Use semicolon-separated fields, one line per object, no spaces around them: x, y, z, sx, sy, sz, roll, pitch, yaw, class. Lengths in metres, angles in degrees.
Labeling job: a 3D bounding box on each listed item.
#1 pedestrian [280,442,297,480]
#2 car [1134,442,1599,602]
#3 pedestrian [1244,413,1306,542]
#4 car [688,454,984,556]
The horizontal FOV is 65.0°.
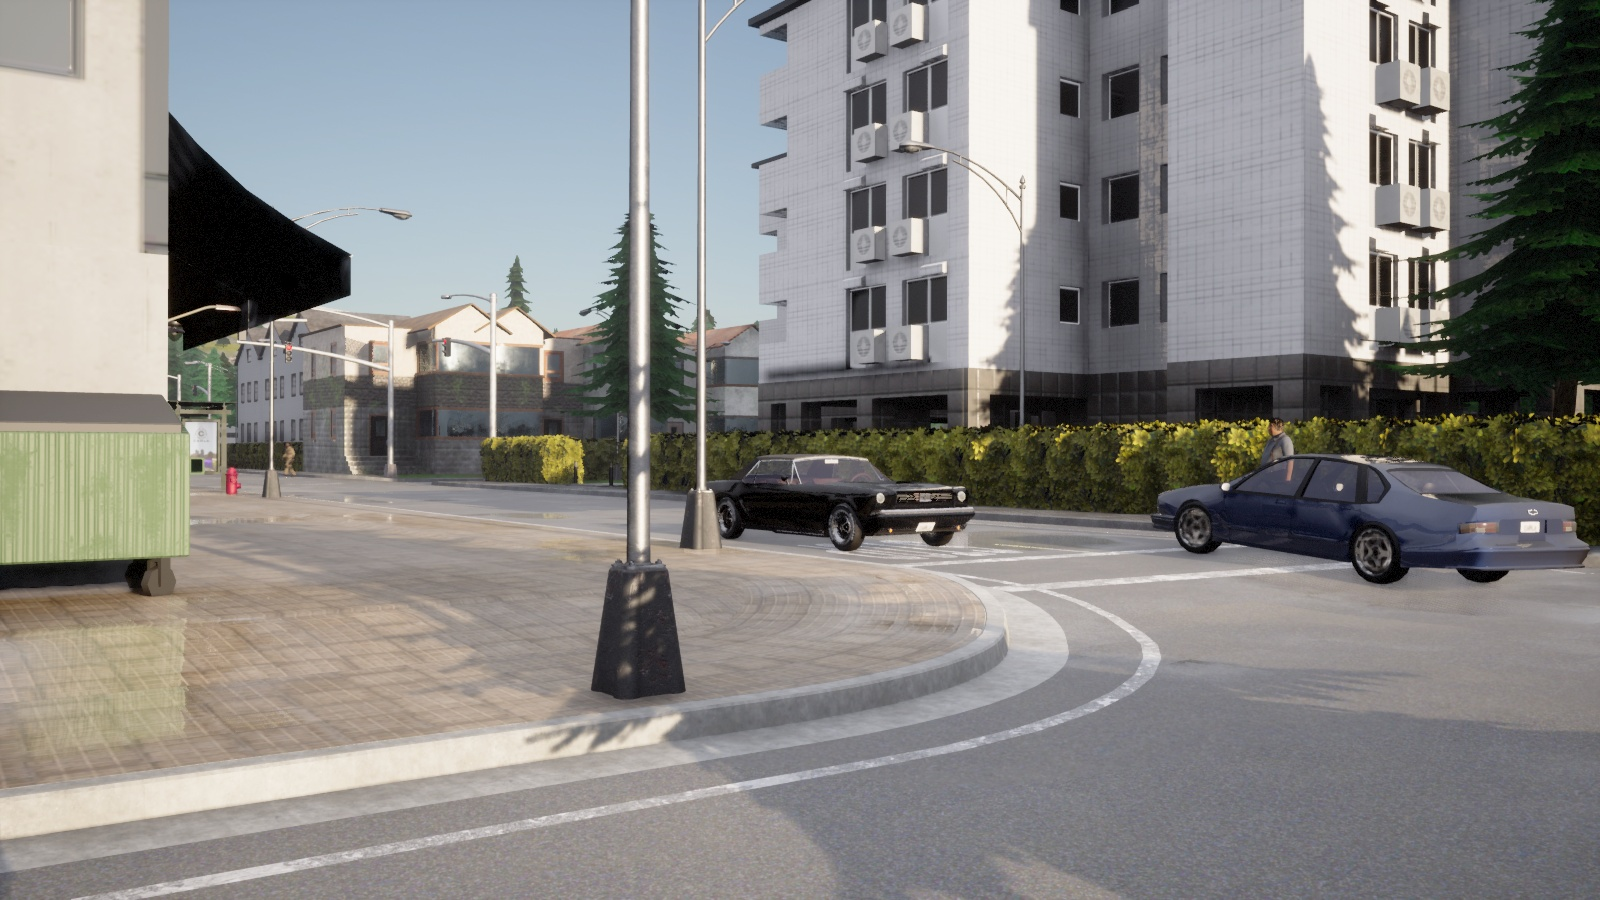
-26.052;0.577;63.966;0.396;1.930;0.692;0;0;37;pedestrian
6.627;0.712;15.403;2.033;1.411;5.357;1;2;-22;car
6.912;0.396;18.285;0.694;1.848;0.540;0;0;0;pedestrian
0.369;0.714;18.579;1.895;1.301;4.718;0;0;-36;car
